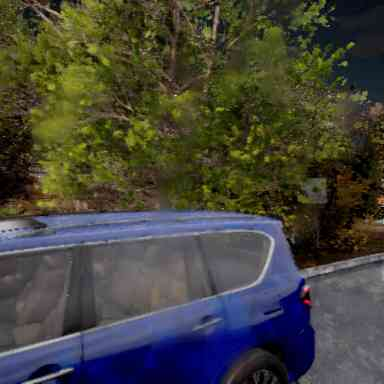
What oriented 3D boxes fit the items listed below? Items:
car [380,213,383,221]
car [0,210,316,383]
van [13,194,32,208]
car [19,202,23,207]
[{"bbox_3d":[16.602,1.809,30.426,1.994,1.385,4.181,1,-1,-33],"label":"car"},{"bbox_3d":[-1.311,1.224,2.740,5.566,2.045,2.150,0,0,-35],"label":"car"},{"bbox_3d":[-25.616,1.344,50.208,1.878,1.987,4.442,0,0,-36],"label":"van"},{"bbox_3d":[-19.362,1.570,39.511,1.946,1.575,5.366,0,0,-36],"label":"car"}]
